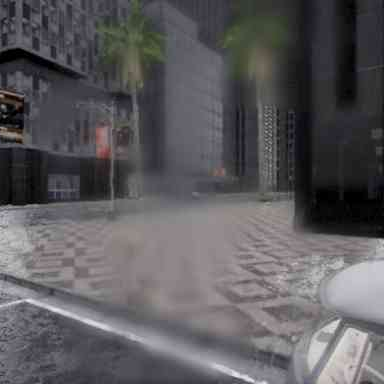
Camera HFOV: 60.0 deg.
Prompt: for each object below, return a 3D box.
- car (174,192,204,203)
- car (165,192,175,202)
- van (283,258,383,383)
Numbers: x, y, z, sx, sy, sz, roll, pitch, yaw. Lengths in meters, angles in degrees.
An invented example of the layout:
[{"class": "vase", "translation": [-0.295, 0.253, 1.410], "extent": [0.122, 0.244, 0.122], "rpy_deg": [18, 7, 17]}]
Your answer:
[{"class": "car", "translation": [-0.078, 0.783, 48.281], "extent": [1.812, 1.442, 4.674], "rpy_deg": [0, 1, 35]}, {"class": "car", "translation": [-2.138, 0.725, 50.991], "extent": [2.128, 1.511, 4.902], "rpy_deg": [0, 1, 35]}, {"class": "van", "translation": [2.321, 1.342, 1.306], "extent": [3.998, 1.788, 1.690], "rpy_deg": [0, 0, 35]}]
